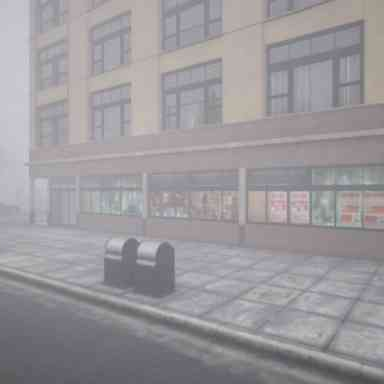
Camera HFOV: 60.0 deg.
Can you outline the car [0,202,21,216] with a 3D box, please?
[{"bbox_3d":[-18.250,1.451,30.238,1.882,1.535,5.008,0,0,36],"label":"car"}]
